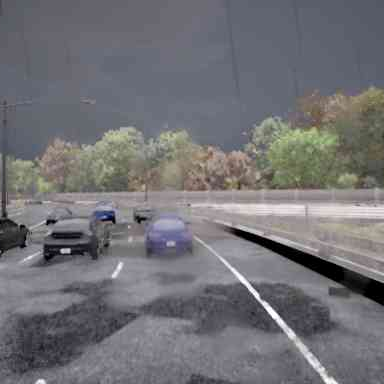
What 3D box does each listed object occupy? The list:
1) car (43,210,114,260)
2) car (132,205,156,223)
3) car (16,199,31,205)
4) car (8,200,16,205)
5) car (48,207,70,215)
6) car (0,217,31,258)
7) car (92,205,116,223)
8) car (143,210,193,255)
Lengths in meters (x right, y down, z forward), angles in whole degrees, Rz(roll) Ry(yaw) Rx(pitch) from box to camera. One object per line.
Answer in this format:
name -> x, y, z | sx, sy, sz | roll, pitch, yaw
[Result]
car -> -4.439, 1.707, 13.326 | 1.837, 1.490, 4.892 | 0, 0, -7
car -> -4.161, 1.912, 29.507 | 2.128, 1.511, 4.902 | 0, -1, -15
car -> -43.775, 2.661, 84.575 | 5.008, 1.535, 1.882 | -1, -1, 37
car -> -45.990, 2.634, 81.865 | 5.008, 1.535, 1.882 | -1, -1, 37
car -> -11.053, 1.994, 28.184 | 1.994, 1.385, 4.181 | 0, -1, -16
car -> -7.926, 1.717, 13.030 | 1.837, 1.490, 4.892 | 0, 0, -7
car -> -7.889, 1.917, 29.860 | 1.882, 1.535, 5.008 | 0, 0, -16
car -> -1.037, 1.726, 14.301 | 1.812, 1.442, 4.674 | 0, -1, -7
